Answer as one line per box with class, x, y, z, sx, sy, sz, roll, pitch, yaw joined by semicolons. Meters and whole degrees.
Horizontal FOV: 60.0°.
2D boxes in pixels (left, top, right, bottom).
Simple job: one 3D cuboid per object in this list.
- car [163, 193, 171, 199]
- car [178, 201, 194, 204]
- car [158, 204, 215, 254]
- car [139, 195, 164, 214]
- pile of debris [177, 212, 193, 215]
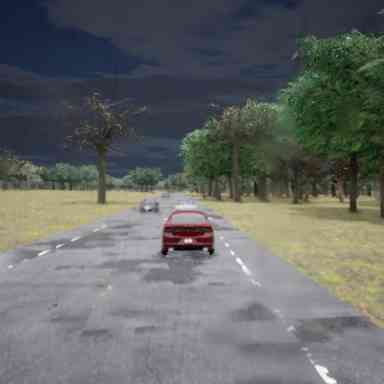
car;-5.787;0.809;75.476;1.994;1.385;4.181;0;1;-3
car;-0.603;1.512;32.598;1.895;1.301;4.718;0;0;-2
car;-0.164;1.473;13.575;1.882;1.535;5.008;0;0;-1
car;-4.337;1.390;34.241;2.128;1.511;4.902;0;0;-2
pile of debris;-0.672;2.091;32.013;1.500;0.140;1.860;0;0;-2
